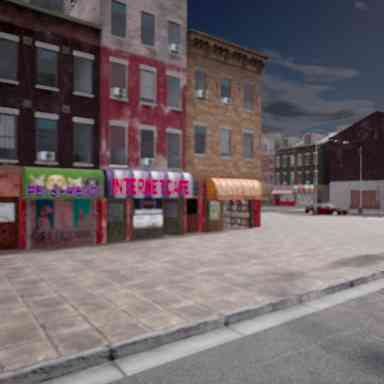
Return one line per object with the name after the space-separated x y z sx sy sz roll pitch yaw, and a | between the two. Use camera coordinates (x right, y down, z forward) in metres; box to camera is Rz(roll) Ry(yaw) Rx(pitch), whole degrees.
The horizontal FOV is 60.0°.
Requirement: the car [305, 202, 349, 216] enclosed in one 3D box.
14.028 1.772 34.660 1.887 1.381 4.507 -1 -1 -36 | car
